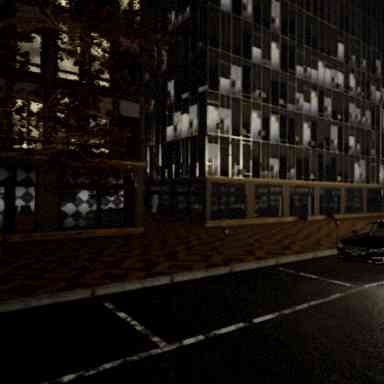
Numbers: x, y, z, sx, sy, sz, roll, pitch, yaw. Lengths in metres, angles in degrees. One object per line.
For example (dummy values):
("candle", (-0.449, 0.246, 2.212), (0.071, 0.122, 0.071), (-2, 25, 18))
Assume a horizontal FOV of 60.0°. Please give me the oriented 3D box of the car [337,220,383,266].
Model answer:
("car", (6.704, 1.661, 11.335), (4.403, 1.369, 2.008), (1, 0, -35))
